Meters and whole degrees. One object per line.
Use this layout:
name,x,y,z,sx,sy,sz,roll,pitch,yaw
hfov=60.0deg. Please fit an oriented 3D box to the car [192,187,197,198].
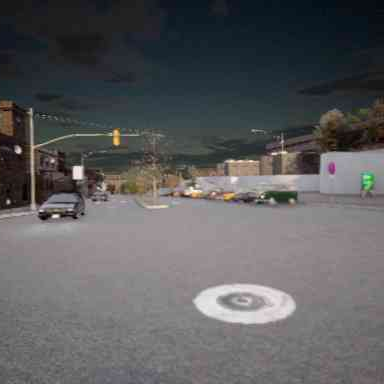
car,3.150,0.320,54.037,5.366,1.575,1.946,0,0,-31

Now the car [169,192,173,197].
car,-1.853,0.389,77.181,5.366,1.575,1.946,0,0,-31

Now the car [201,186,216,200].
car,4.196,0.215,48.110,4.553,1.767,2.185,0,0,-31

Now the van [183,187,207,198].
van,0.549,0.088,65.551,4.442,1.987,1.878,0,0,-31

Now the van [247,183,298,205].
van,7.592,0.167,30.513,4.442,1.987,1.878,0,0,-31

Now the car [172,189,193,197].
car,-2.255,0.302,80.218,4.553,1.767,2.185,0,-1,-31

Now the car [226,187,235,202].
car,6.520,0.415,36.416,4.674,1.452,2.002,0,0,-31

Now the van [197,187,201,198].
van,3.484,0.107,50.952,4.442,1.987,1.878,0,0,-31

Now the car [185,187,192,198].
car,1.826,0.310,59.775,5.008,1.535,2.097,0,0,-31

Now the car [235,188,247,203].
car,7.099,0.424,33.499,4.674,1.452,2.002,0,0,-31

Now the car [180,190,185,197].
car,1.254,0.057,62.712,5.566,2.045,2.435,0,0,-31

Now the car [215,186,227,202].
car,5.773,0.364,39.238,5.366,1.575,1.946,0,0,-31

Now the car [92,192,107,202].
car,-12.553,0.653,45.291,2.033,1.411,5.357,-1,0,-11

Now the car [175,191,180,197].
car,0.038,0.074,68.511,5.566,2.045,2.435,0,0,-31

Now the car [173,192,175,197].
car,-1.085,0.239,74.382,4.553,1.767,2.185,0,0,-31

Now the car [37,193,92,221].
car,-7.264,0.783,19.061,2.033,1.411,5.357,-1,1,-11

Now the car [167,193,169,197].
car,-2.877,0.469,83.118,5.008,1.535,2.097,0,-1,-31
